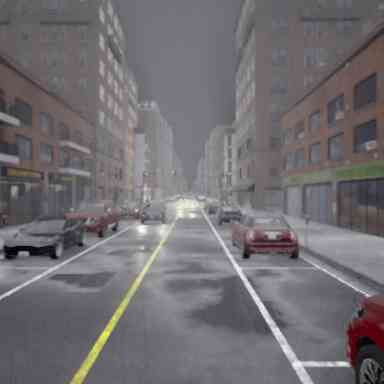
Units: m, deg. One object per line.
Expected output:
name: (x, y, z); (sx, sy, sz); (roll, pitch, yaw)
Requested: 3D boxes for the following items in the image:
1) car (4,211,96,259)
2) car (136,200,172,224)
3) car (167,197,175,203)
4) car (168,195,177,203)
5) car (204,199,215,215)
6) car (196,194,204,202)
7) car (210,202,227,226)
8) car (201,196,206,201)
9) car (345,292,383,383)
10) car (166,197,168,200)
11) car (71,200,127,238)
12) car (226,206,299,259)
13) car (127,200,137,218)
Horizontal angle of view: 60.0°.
car: (-5.391, 1.625, 12.831); (1.947, 1.339, 4.313); (0, 0, 0)
car: (-2.854, 1.625, 26.051); (1.837, 1.490, 4.892); (0, 0, 0)
car: (-5.415, 1.902, 84.715); (1.752, 1.417, 4.829); (0, 0, 0)
car: (-5.409, 1.905, 79.478); (2.008, 1.369, 4.403); (0, 0, 0)
car: (2.629, 1.729, 35.562); (1.947, 1.339, 4.313); (0, 0, 0)
car: (2.619, 1.928, 84.888); (2.008, 1.369, 4.403); (0, 0, 0)
car: (2.631, 1.662, 24.200); (2.008, 1.369, 4.403); (0, 0, 0)
car: (2.626, 1.740, 47.095); (1.752, 1.417, 4.829); (0, 0, 0)
car: (2.637, 1.322, 1.477); (2.192, 1.841, 5.009); (0, 0, 0)
car: (-5.400, 1.789, 52.603); (2.008, 1.369, 4.403); (0, 0, 0)
car: (-5.392, 1.400, 18.514); (2.192, 1.841, 5.009); (0, 0, 0)
car: (2.634, 1.499, 12.838); (1.967, 1.590, 4.097); (0, 0, 0)
car: (-5.395, 1.577, 29.877); (1.967, 1.590, 4.097); (0, 0, 0)
